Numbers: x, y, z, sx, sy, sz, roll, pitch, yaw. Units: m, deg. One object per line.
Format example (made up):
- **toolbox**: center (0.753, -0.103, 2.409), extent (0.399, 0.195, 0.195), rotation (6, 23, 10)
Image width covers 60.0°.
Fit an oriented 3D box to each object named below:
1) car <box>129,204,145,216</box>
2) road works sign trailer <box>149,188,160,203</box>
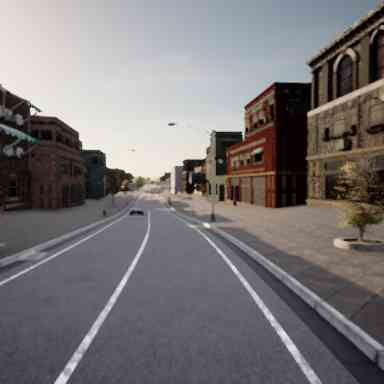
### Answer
- **car**: center (-7.183, 2.345, 43.609), extent (2.033, 1.411, 5.357), rotation (0, -1, -7)
- **road works sign trailer**: center (-9.034, 0.820, 81.765), extent (2.380, 3.560, 2.880), rotation (0, 2, -7)
